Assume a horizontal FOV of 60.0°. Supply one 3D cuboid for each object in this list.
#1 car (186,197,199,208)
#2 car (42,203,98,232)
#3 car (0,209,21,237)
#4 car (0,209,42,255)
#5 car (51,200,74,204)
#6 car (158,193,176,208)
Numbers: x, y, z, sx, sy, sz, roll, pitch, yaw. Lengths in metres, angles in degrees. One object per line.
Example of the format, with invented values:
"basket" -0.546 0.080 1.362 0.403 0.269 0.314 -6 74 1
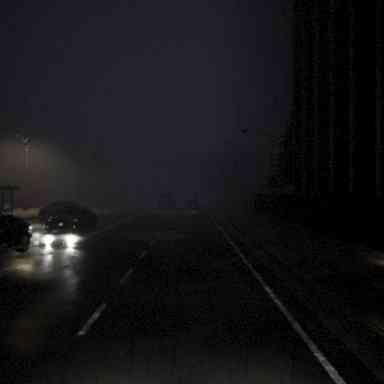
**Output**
"car" 0.083 1.447 46.785 1.837 1.490 4.892 0 0 0
"car" -7.061 1.558 19.876 1.994 1.385 4.181 0 0 0
"car" -10.572 1.596 16.313 1.895 1.301 4.718 0 0 0
"car" -7.088 1.502 10.967 1.837 1.490 4.892 0 0 0
"car" -10.505 1.470 26.755 1.882 1.535 5.008 0 0 0
"car" -3.418 1.159 46.176 2.150 2.045 5.566 0 0 0
